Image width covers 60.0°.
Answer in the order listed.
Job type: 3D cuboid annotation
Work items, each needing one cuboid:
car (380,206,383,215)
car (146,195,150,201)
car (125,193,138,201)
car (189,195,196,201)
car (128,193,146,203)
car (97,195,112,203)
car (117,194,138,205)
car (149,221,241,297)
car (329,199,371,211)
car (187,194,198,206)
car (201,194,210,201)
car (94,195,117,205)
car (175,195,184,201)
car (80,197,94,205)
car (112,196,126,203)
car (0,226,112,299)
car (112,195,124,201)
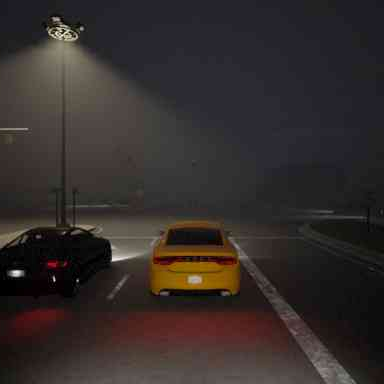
[{"bbox_3d":[19.190,1.491,29.326,4.902,1.511,2.128,0,0,0],"label":"car"},{"bbox_3d":[-11.395,1.500,82.006,1.837,1.490,4.892,0,0,0],"label":"car"},{"bbox_3d":[-14.895,1.225,82.429,2.150,2.045,5.566,0,0,0],"label":"car"},{"bbox_3d":[0.111,1.491,87.057,1.837,1.490,4.892,0,0,0],"label":"car"},{"bbox_3d":[-11.412,1.353,68.725,2.097,1.767,4.553,0,0,0],"label":"car"},{"bbox_3d":[-18.411,1.500,69.897,1.837,1.490,4.892,0,0,0],"label":"car"},{"bbox_3d":[-11.499,1.547,58.964,2.033,1.411,5.357,0,0,0],"label":"car"},{"bbox_3d":[0.076,1.478,8.651,1.882,1.535,5.008,0,0,0],"label":"car"},{"bbox_3d":[18.920,1.526,39.824,4.674,1.442,1.812,0,0,-1],"label":"car"},{"bbox_3d":[0.072,1.526,56.447,1.812,1.442,4.674,0,0,0],"label":"car"},{"bbox_3d":[3.612,1.588,87.499,1.895,1.301,4.718,0,0,0],"label":"car"},{"bbox_3d":[-15.003,1.564,57.764,1.994,1.385,4.181,0,0,0],"label":"car"},{"bbox_3d":[-3.388,1.517,87.478,1.812,1.442,4.674,0,0,0],"label":"car"},{"bbox_3d":[-18.484,1.601,59.747,1.895,1.301,4.718,0,0,0],"label":"car"},{"bbox_3d":[-14.913,1.502,68.034,1.837,1.490,4.892,0,0,0],"label":"car"},{"bbox_3d":[-3.425,1.564,8.522,1.994,1.385,4.181,0,0,0],"label":"car"},{"bbox_3d":[-18.394,1.500,82.992,1.837,1.490,4.892,0,0,0],"label":"car"}]
